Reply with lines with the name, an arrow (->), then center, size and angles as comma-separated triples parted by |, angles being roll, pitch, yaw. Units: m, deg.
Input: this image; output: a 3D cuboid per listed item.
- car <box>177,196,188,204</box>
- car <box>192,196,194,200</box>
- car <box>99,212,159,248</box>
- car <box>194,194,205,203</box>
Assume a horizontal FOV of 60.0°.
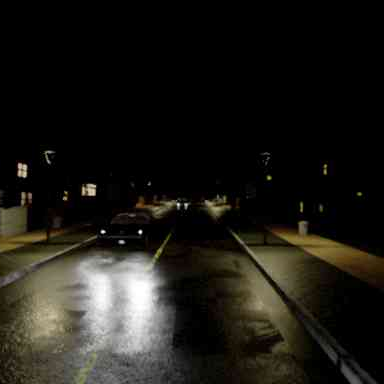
car -> -1.931, 1.591, 67.298 | 1.812, 1.442, 4.674 | 0, 0, 1
car -> 1.130, 1.494, 92.046 | 1.994, 1.385, 4.181 | 0, 0, 1
car -> -2.675, 1.620, 14.939 | 1.895, 1.301, 4.718 | 0, 0, 1
car -> 1.870, 1.563, 74.272 | 1.882, 1.535, 5.008 | 0, 0, 1
